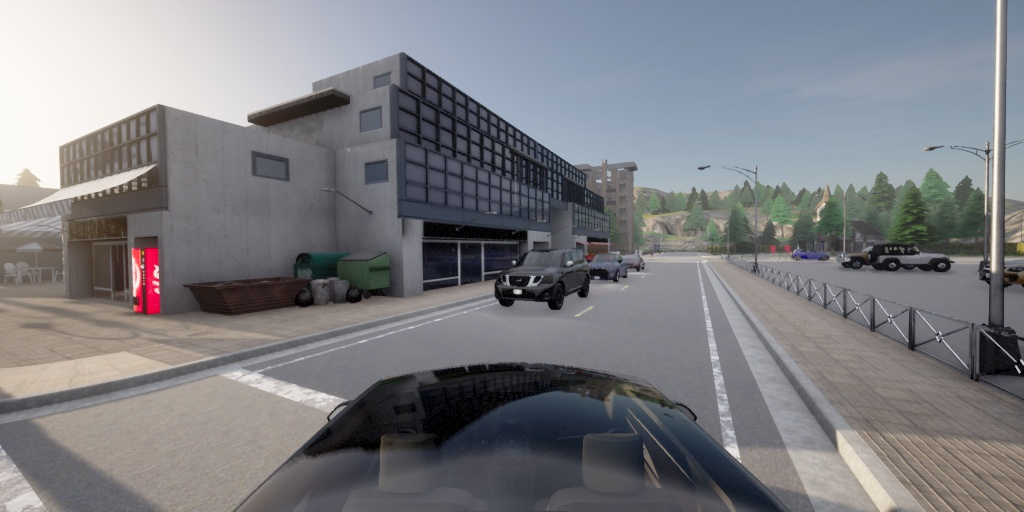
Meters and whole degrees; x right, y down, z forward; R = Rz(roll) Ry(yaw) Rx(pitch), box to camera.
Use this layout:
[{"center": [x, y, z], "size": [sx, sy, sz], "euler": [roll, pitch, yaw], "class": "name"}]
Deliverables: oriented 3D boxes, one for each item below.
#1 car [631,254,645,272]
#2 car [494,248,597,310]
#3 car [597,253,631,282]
[{"center": [10.561, 0.547, 31.731], "size": [1.812, 1.442, 4.674], "euler": [0, 1, 27], "class": "car"}, {"center": [1.428, 0.725, 13.860], "size": [2.150, 2.045, 5.566], "euler": [0, 1, 27], "class": "car"}, {"center": [5.902, 0.619, 22.621], "size": [2.097, 1.767, 4.553], "euler": [0, 1, 27], "class": "car"}]
